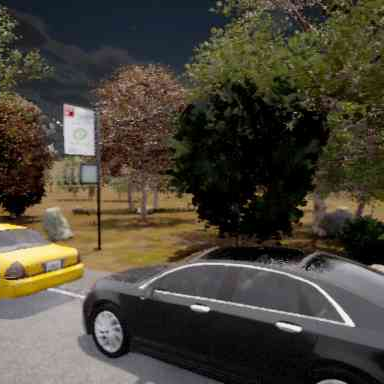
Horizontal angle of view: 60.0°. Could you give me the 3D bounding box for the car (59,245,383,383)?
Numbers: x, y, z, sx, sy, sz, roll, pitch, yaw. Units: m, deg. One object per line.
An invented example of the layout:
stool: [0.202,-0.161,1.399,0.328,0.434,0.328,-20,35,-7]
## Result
car: [0.604,1.475,4.349,4.892,1.490,1.837,0,1,34]

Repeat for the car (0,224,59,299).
car: [-4.939,1.382,7.666,5.366,1.575,1.801,0,1,28]
